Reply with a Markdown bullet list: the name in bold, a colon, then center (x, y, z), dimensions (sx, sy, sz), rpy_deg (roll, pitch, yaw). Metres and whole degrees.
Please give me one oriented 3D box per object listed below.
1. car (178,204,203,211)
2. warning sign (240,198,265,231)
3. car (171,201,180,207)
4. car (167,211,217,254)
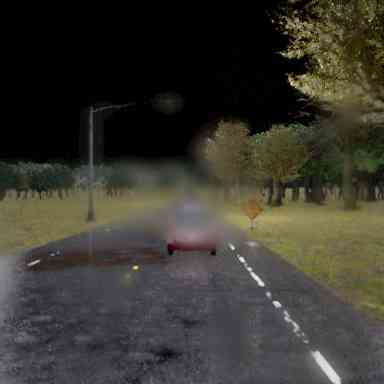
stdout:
- **car**: center (-0.002, 1.919, 29.099), dimensions (1.895, 1.301, 4.718), rpy_deg (0, -1, 0)
- **warning sign**: center (3.556, 1.323, 19.651), dimensions (1.300, 1.860, 1.060), rpy_deg (1, 0, 0)
- **car**: center (-3.509, 2.496, 70.926), dimensions (1.895, 1.301, 4.718), rpy_deg (0, -1, 0)
- **car**: center (0.003, 1.710, 14.289), dimensions (1.994, 1.385, 4.181), rpy_deg (0, -1, 0)
